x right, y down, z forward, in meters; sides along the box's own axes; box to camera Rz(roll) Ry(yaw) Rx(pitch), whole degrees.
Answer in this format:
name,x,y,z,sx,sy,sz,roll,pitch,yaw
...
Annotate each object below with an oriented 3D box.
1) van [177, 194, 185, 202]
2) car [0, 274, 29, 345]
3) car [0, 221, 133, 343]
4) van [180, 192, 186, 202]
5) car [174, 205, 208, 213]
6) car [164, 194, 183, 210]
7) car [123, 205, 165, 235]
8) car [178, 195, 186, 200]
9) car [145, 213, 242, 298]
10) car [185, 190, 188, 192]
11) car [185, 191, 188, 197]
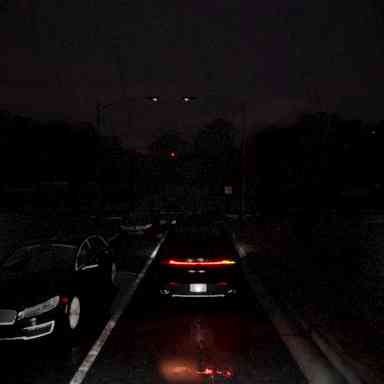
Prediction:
name,x,y,z,sx,sy,sz,roll,pitch,yaw
van,-2.594,1.314,77.445,1.690,1.788,3.998,-1,0,0
car,-2.658,1.550,1.088,2.008,1.369,4.403,-2,0,0
car,-2.654,1.549,6.537,2.008,1.369,4.403,-2,0,0
van,-2.606,1.369,66.365,1.690,1.788,3.998,-1,0,0
car,0.145,1.604,18.621,1.895,1.301,4.718,0,0,1
car,-2.627,1.490,44.209,1.967,1.590,4.097,-2,0,0
car,-2.644,1.585,17.432,1.802,1.307,4.206,-2,0,0
car,-2.578,1.443,88.529,2.008,1.369,4.403,-1,0,0
car,0.110,1.503,8.490,1.837,1.490,4.892,0,0,0
car,-2.576,1.146,94.078,2.192,1.841,5.009,-1,1,0
car,-2.602,1.319,71.908,2.192,1.841,5.009,-1,0,0
